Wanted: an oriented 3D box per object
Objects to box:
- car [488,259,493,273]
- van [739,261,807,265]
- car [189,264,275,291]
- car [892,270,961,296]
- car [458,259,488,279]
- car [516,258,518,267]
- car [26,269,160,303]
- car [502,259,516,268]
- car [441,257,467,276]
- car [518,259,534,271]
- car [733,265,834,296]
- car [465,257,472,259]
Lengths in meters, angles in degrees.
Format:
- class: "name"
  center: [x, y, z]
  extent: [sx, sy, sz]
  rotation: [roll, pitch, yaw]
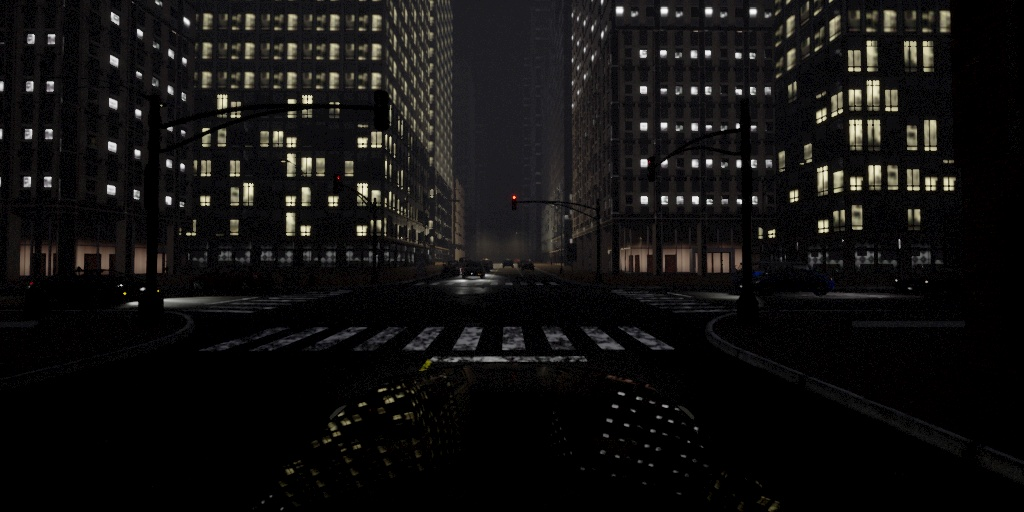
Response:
- class: "car"
  center: [-3.626, 1.367, 43.424]
  extent: [1.895, 1.301, 4.718]
  rotation: [0, 0, -1]
- class: "van"
  center: [15.730, 1.210, 21.787]
  extent: [3.998, 1.789, 1.690]
  rotation: [0, 0, -1]
- class: "car"
  center: [-16.742, 1.255, 21.448]
  extent: [4.097, 1.591, 1.967]
  rotation: [0, 0, -1]
- class: "car"
  center: [23.579, 1.435, 19.290]
  extent: [4.718, 1.301, 1.895]
  rotation: [0, -1, -1]
- class: "car"
  center: [-3.498, 1.266, 33.206]
  extent: [1.837, 1.490, 4.892]
  rotation: [0, 0, -1]
- class: "car"
  center: [1.957, 1.298, 59.664]
  extent: [1.751, 1.417, 4.829]
  rotation: [0, 0, -1]
- class: "car"
  center: [-18.131, 1.264, 15.662]
  extent: [4.181, 1.385, 1.994]
  rotation: [0, -1, 0]
- class: "car"
  center: [-0.665, 1.265, 61.937]
  extent: [2.128, 1.511, 4.902]
  rotation: [0, 0, -1]
- class: "car"
  center: [-6.137, 1.203, 37.021]
  extent: [1.967, 1.591, 4.097]
  rotation: [0, 0, -1]
- class: "car"
  center: [2.100, 1.350, 48.339]
  extent: [1.802, 1.307, 4.207]
  rotation: [0, 0, -1]
- class: "car"
  center: [14.536, 1.342, 19.192]
  extent: [4.674, 1.442, 1.812]
  rotation: [0, -1, -2]
- class: "car"
  center: [-6.279, 1.082, 48.170]
  extent: [2.192, 1.841, 5.009]
  rotation: [0, 0, -1]
